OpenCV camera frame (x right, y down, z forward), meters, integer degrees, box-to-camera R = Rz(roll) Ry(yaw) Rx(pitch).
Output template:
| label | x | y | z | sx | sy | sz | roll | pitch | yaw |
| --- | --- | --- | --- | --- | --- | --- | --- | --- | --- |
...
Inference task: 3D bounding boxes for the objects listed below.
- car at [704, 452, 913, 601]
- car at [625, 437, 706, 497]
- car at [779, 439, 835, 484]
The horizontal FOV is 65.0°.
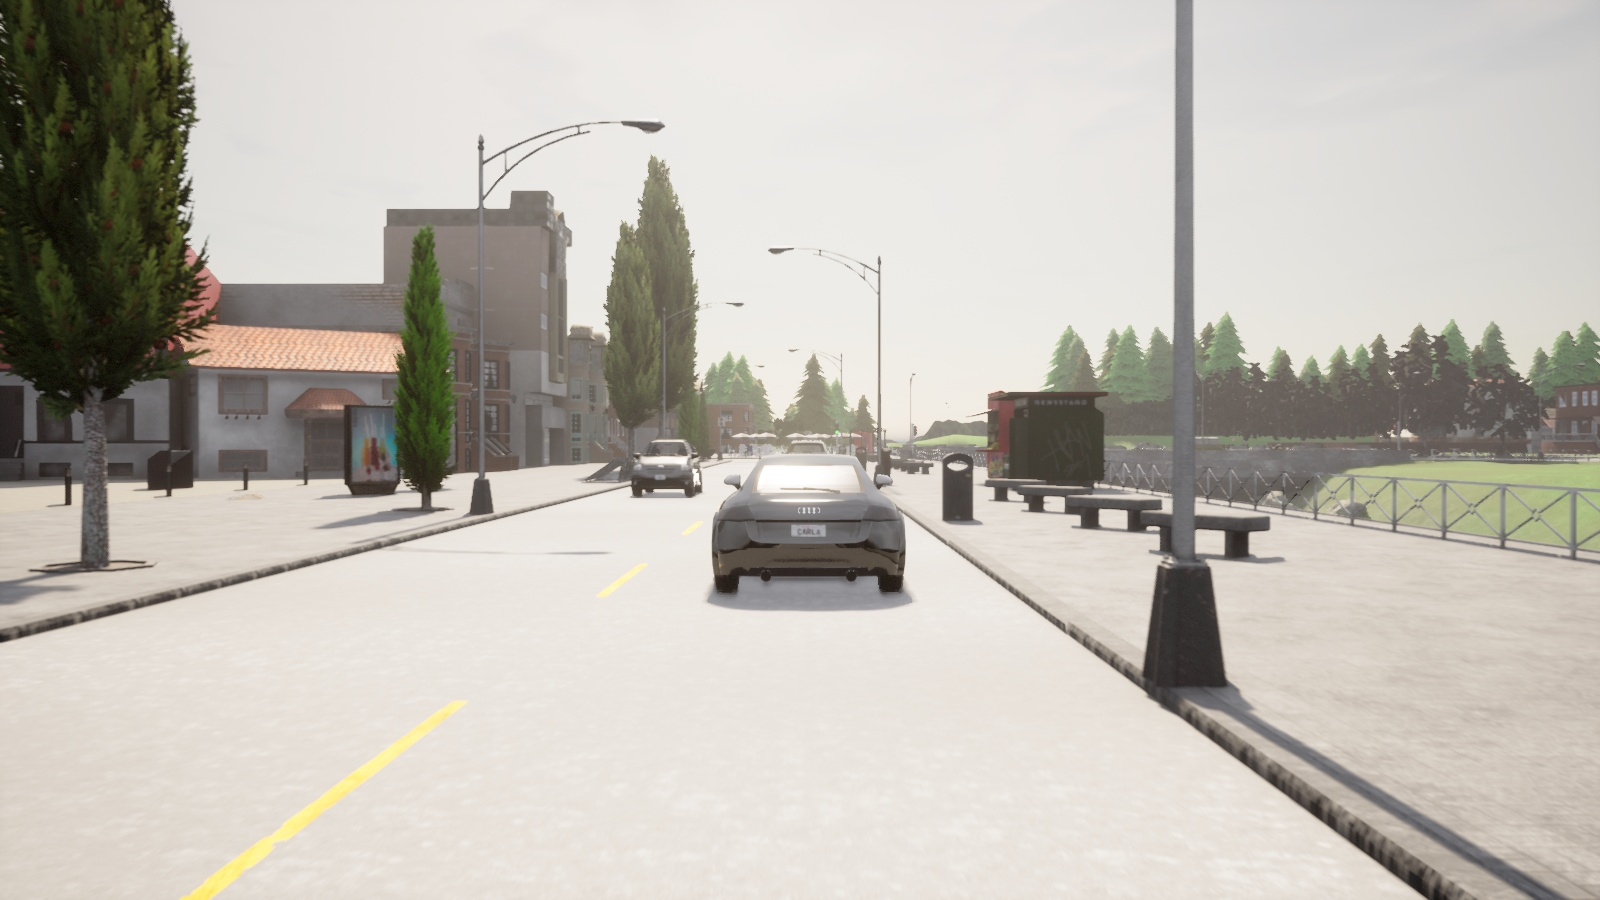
| label | x | y | z | sx | sy | sz | roll | pitch | yaw |
| --- | --- | --- | --- | --- | --- | --- | --- | --- | --- |
| car | 0.093 | 0.731 | 14.048 | 1.994 | 1.385 | 4.181 | 0 | 0 | 0 |
| car | -3.785 | 0.439 | 35.948 | 1.851 | 1.617 | 3.988 | 0 | 0 | 0 |
| car | 0.282 | 0.405 | 48.254 | 2.033 | 1.649 | 4.856 | 0 | 0 | 0 |
